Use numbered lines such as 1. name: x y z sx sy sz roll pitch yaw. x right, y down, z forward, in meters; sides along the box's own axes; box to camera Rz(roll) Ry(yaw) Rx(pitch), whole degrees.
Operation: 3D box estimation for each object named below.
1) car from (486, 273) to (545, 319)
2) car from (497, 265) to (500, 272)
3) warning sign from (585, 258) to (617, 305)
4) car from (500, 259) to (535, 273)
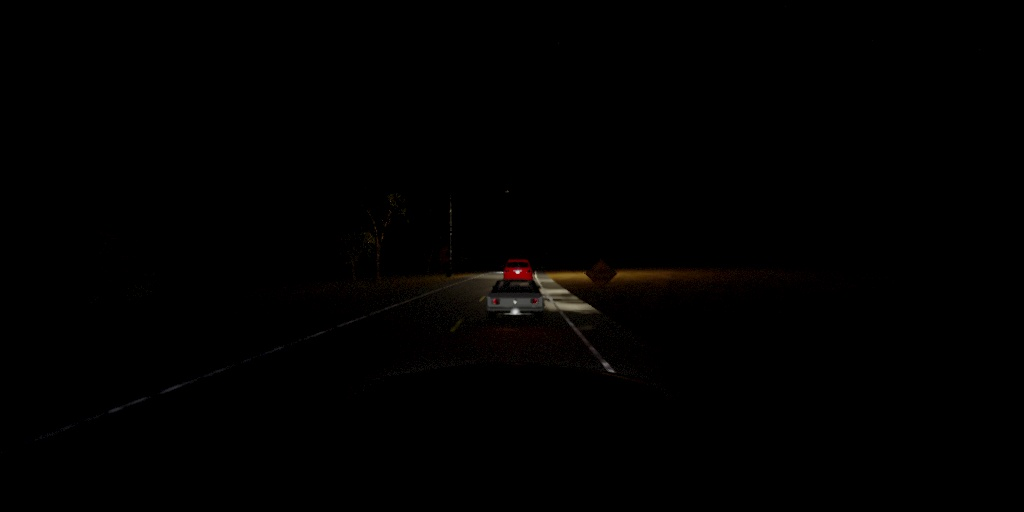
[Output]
1. car: 0.160 1.491 13.497 1.895 1.301 4.718 0 -1 2
2. car: -1.301 2.003 60.767 1.994 1.385 4.181 0 -1 5
3. warning sign: 3.684 1.023 14.824 1.300 1.860 1.060 0 0 1
4. car: 0.521 1.284 28.010 2.150 2.045 5.566 0 0 3
